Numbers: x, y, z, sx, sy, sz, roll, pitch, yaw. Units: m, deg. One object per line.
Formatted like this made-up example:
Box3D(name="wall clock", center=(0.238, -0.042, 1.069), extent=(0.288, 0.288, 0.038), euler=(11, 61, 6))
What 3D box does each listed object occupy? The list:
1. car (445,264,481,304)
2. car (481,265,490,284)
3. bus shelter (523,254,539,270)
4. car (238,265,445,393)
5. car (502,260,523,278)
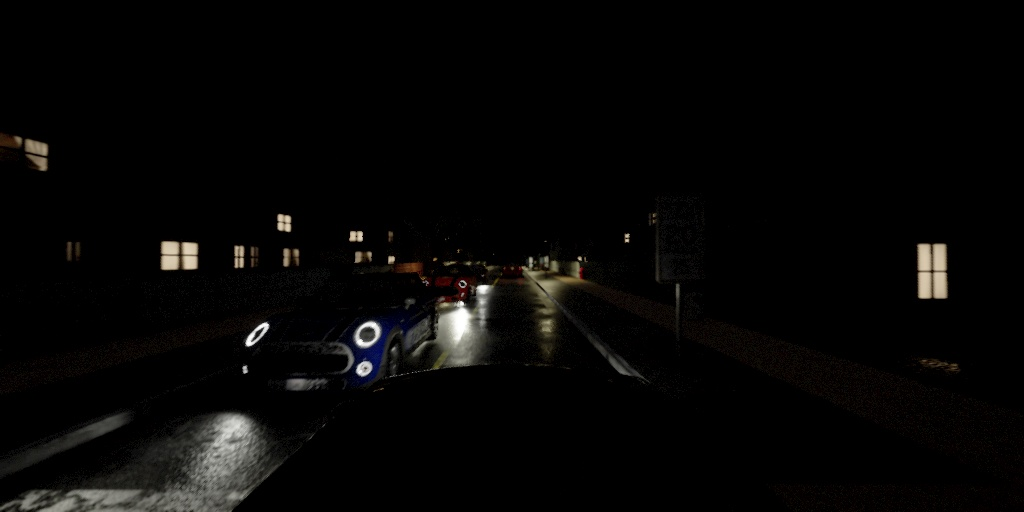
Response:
Box3D(name="car", center=(-2.843, 1.177, 16.828), extent=(2.097, 1.767, 4.553), euler=(0, 0, 0))
Box3D(name="car", center=(-2.830, 1.430, 28.462), extent=(1.812, 1.442, 4.674), euler=(0, -1, 0))
Box3D(name="bus shelter", center=(3.032, 1.065, 59.474), extent=(1.920, 2.740, 3.880), euler=(0, 0, 0))
Box3D(name="car", center=(-2.849, 1.123, 7.002), extent=(2.097, 1.767, 4.553), euler=(0, 0, 0))
Box3D(name="car", center=(0.063, 1.339, 38.443), extent=(2.097, 1.767, 4.553), euler=(0, -1, 1))
